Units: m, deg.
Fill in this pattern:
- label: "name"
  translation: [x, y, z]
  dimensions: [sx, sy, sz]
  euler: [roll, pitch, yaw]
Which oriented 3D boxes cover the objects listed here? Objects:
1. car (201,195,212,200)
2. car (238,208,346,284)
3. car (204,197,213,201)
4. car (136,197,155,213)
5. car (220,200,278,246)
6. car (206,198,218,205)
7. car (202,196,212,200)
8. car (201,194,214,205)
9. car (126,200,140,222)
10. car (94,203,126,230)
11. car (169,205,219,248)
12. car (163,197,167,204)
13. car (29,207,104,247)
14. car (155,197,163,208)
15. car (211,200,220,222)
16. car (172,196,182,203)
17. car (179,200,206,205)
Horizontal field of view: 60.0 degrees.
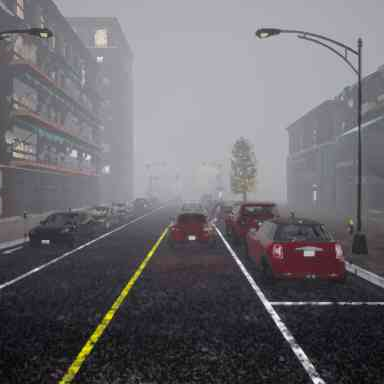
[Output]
- label: "car"
  translation: [2.690, 1.568, 54.061]
  dimensions: [1.752, 1.417, 4.829]
  euler: [0, 0, 0]
- label: "car"
  translation: [2.692, 1.440, 9.578]
  dimensions: [1.967, 1.590, 4.097]
  euler: [0, 0, 0]
- label: "car"
  translation: [2.690, 1.570, 37.272]
  dimensions: [2.008, 1.369, 4.403]
  euler: [0, 0, 0]
- label: "car"
  translation: [-5.691, 1.459, 37.272]
  dimensions: [1.967, 1.590, 4.097]
  euler: [0, 0, 0]
- label: "car"
  translation: [2.692, 1.315, 15.118]
  dimensions: [2.192, 1.841, 5.009]
  euler: [0, 0, 0]
- label: "car"
  translation: [2.690, 1.577, 31.734]
  dimensions: [1.947, 1.339, 4.313]
  euler: [0, 0, 0]
- label: "car"
  translation: [2.690, 1.592, 42.811]
  dimensions: [1.947, 1.339, 4.313]
  euler: [0, 0, 0]
- label: "car"
  translation: [2.691, 1.365, 59.431]
  dimensions: [2.192, 1.841, 5.009]
  euler: [0, 0, 0]
- label: "car"
  translation: [-5.690, 1.556, 26.194]
  dimensions: [2.008, 1.369, 4.403]
  euler: [0, 0, 0]
- label: "car"
  translation: [-5.689, 1.552, 20.656]
  dimensions: [2.008, 1.369, 4.403]
  euler: [0, 0, 0]
- label: "car"
  translation: [0.000, 1.534, 14.651]
  dimensions: [1.812, 1.442, 4.674]
  euler: [0, 0, 0]
- label: "car"
  translation: [-5.691, 1.583, 64.801]
  dimensions: [1.752, 1.417, 4.829]
  euler: [0, 0, 0]
- label: "car"
  translation: [-5.689, 1.566, 15.118]
  dimensions: [1.947, 1.339, 4.313]
  euler: [0, 0, 0]
- label: "car"
  translation: [-5.690, 1.474, 48.352]
  dimensions: [1.967, 1.590, 4.097]
  euler: [0, 0, 0]
- label: "car"
  translation: [2.691, 1.587, 26.194]
  dimensions: [1.802, 1.307, 4.206]
  euler: [0, 0, 0]
- label: "car"
  translation: [-3.001, 1.593, 68.781]
  dimensions: [1.994, 1.385, 4.181]
  euler: [0, 0, 0]
- label: "car"
  translation: [0.000, 1.626, 29.681]
  dimensions: [1.895, 1.301, 4.718]
  euler: [0, 0, 0]
